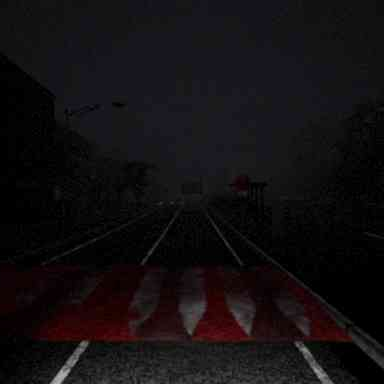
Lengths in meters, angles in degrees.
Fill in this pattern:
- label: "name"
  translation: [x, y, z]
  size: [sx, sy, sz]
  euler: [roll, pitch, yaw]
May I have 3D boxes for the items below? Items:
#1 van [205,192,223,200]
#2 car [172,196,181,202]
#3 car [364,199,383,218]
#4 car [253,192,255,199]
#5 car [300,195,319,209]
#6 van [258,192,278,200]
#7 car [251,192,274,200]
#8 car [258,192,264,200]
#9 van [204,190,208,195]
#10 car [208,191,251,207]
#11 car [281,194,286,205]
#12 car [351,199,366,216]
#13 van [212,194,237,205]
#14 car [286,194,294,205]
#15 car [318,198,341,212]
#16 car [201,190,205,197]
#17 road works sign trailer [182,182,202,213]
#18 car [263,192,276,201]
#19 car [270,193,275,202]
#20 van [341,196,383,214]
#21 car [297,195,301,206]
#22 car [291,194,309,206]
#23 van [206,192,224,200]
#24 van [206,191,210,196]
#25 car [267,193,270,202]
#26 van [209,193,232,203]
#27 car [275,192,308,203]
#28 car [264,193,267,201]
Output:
- label: "van"
  translation: [5.774, 1.009, 87.889]
  size: [4.442, 1.987, 1.878]
  euler: [0, 1, 0]
- label: "car"
  translation: [-3.273, 1.513, 70.970]
  size: [1.895, 1.301, 4.718]
  euler: [0, 0, 0]
- label: "car"
  translation: [18.829, 1.675, 30.128]
  size: [5.008, 1.535, 2.097]
  euler: [0, 0, 0]
- label: "car"
  translation: [18.927, 1.264, 85.646]
  size: [5.366, 1.575, 1.946]
  euler: [0, 1, 0]
- label: "car"
  translation: [18.621, 1.580, 46.782]
  size: [5.366, 1.575, 1.946]
  euler: [0, 0, 0]
- label: "van"
  translation: [18.862, 1.079, 82.869]
  size: [4.442, 1.987, 1.878]
  euler: [0, 1, 0]
- label: "car"
  translation: [18.765, 0.979, 88.419]
  size: [5.566, 2.045, 2.435]
  euler: [0, 1, 0]
- label: "car"
  translation: [18.727, 1.122, 77.316]
  size: [5.566, 2.045, 2.435]
  euler: [0, 1, 0]
- label: "van"
  translation: [5.788, 1.121, 79.482]
  size: [4.442, 1.987, 1.878]
  euler: [0, 1, 0]
- label: "car"
  translation: [5.691, 1.304, 51.439]
  size: [5.566, 2.045, 2.435]
  euler: [0, 0, 0]
- label: "car"
  translation: [18.793, 1.522, 57.884]
  size: [5.008, 1.535, 2.097]
  euler: [0, 0, 0]
- label: "car"
  translation: [18.826, 1.700, 32.906]
  size: [4.674, 1.452, 2.002]
  euler: [0, 0, 0]
- label: "van"
  translation: [5.822, 1.283, 59.850]
  size: [4.442, 1.987, 1.878]
  euler: [0, 0, 0]
- label: "car"
  translation: [18.798, 1.537, 55.108]
  size: [5.008, 1.535, 2.097]
  euler: [0, 0, 0]
- label: "car"
  translation: [18.787, 1.643, 41.230]
  size: [4.792, 1.488, 2.163]
  euler: [0, 0, 0]
- label: "car"
  translation: [5.639, 1.059, 82.281]
  size: [5.566, 2.045, 2.435]
  euler: [0, 1, 0]
- label: "road works sign trailer"
  translation: [0.014, 0.605, 38.675]
  size: [2.380, 3.560, 2.880]
  euler: [0, 0, 2]
- label: "car"
  translation: [18.788, 1.433, 74.544]
  size: [4.792, 1.488, 2.163]
  euler: [0, 1, 0]
- label: "car"
  translation: [18.768, 1.473, 66.212]
  size: [5.008, 1.535, 2.097]
  euler: [0, 0, 0]
- label: "van"
  translation: [18.942, 1.418, 35.679]
  size: [4.442, 1.987, 1.878]
  euler: [0, 0, 0]
- label: "car"
  translation: [18.831, 1.597, 49.558]
  size: [4.792, 1.488, 2.163]
  euler: [0, 0, 0]
- label: "car"
  translation: [18.803, 1.553, 52.332]
  size: [4.892, 1.521, 2.231]
  euler: [0, 0, 0]
- label: "van"
  translation: [5.779, 1.047, 85.086]
  size: [4.442, 1.987, 1.878]
  euler: [0, 1, 0]
- label: "van"
  translation: [5.579, 1.251, 65.460]
  size: [4.442, 1.987, 1.878]
  euler: [0, 0, 0]
- label: "car"
  translation: [18.954, 1.450, 68.990]
  size: [5.366, 1.575, 1.946]
  euler: [0, 0, 0]
- label: "van"
  translation: [5.807, 1.231, 68.261]
  size: [4.442, 1.987, 1.878]
  euler: [0, 0, 0]
- label: "car"
  translation: [18.754, 1.255, 60.659]
  size: [5.566, 2.045, 2.435]
  euler: [0, 0, 0]
- label: "car"
  translation: [18.735, 1.462, 71.761]
  size: [4.792, 1.488, 2.163]
  euler: [0, 1, 0]
